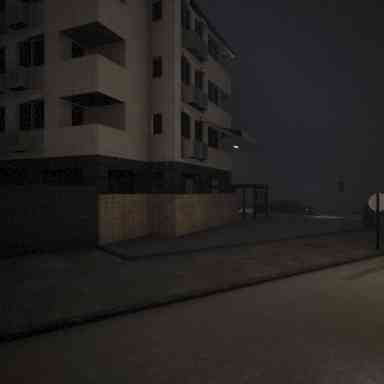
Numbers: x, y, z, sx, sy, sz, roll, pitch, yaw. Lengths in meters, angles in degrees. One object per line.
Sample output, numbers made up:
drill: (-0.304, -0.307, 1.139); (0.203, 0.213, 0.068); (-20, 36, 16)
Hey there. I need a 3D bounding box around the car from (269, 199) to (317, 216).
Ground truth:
car: (9.679, 1.503, 32.224); (1.837, 1.490, 4.892); (0, 0, -35)
